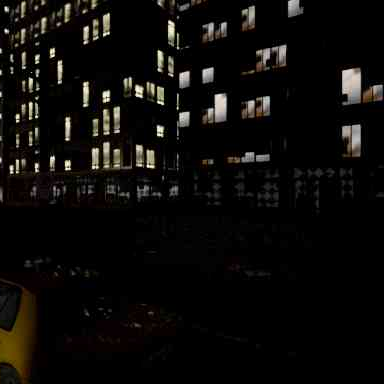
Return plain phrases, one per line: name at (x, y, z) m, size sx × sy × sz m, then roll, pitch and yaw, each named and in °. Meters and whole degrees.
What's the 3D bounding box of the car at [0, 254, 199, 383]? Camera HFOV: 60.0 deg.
car at (-2.208, 1.525, 4.445) m, size 4.829 × 1.417 × 1.752 m, roll 0°, pitch 0°, yaw 36°
